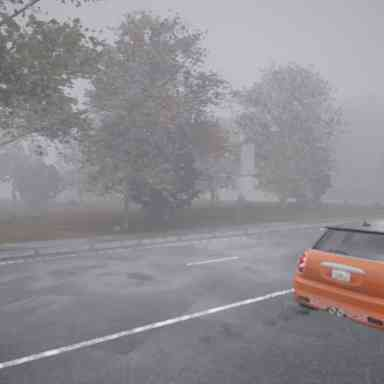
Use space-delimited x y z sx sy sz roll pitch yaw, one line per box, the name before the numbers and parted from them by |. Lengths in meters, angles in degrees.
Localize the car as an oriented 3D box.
car | 4.106 1.322 6.424 4.553 1.767 2.097 0 0 -34
